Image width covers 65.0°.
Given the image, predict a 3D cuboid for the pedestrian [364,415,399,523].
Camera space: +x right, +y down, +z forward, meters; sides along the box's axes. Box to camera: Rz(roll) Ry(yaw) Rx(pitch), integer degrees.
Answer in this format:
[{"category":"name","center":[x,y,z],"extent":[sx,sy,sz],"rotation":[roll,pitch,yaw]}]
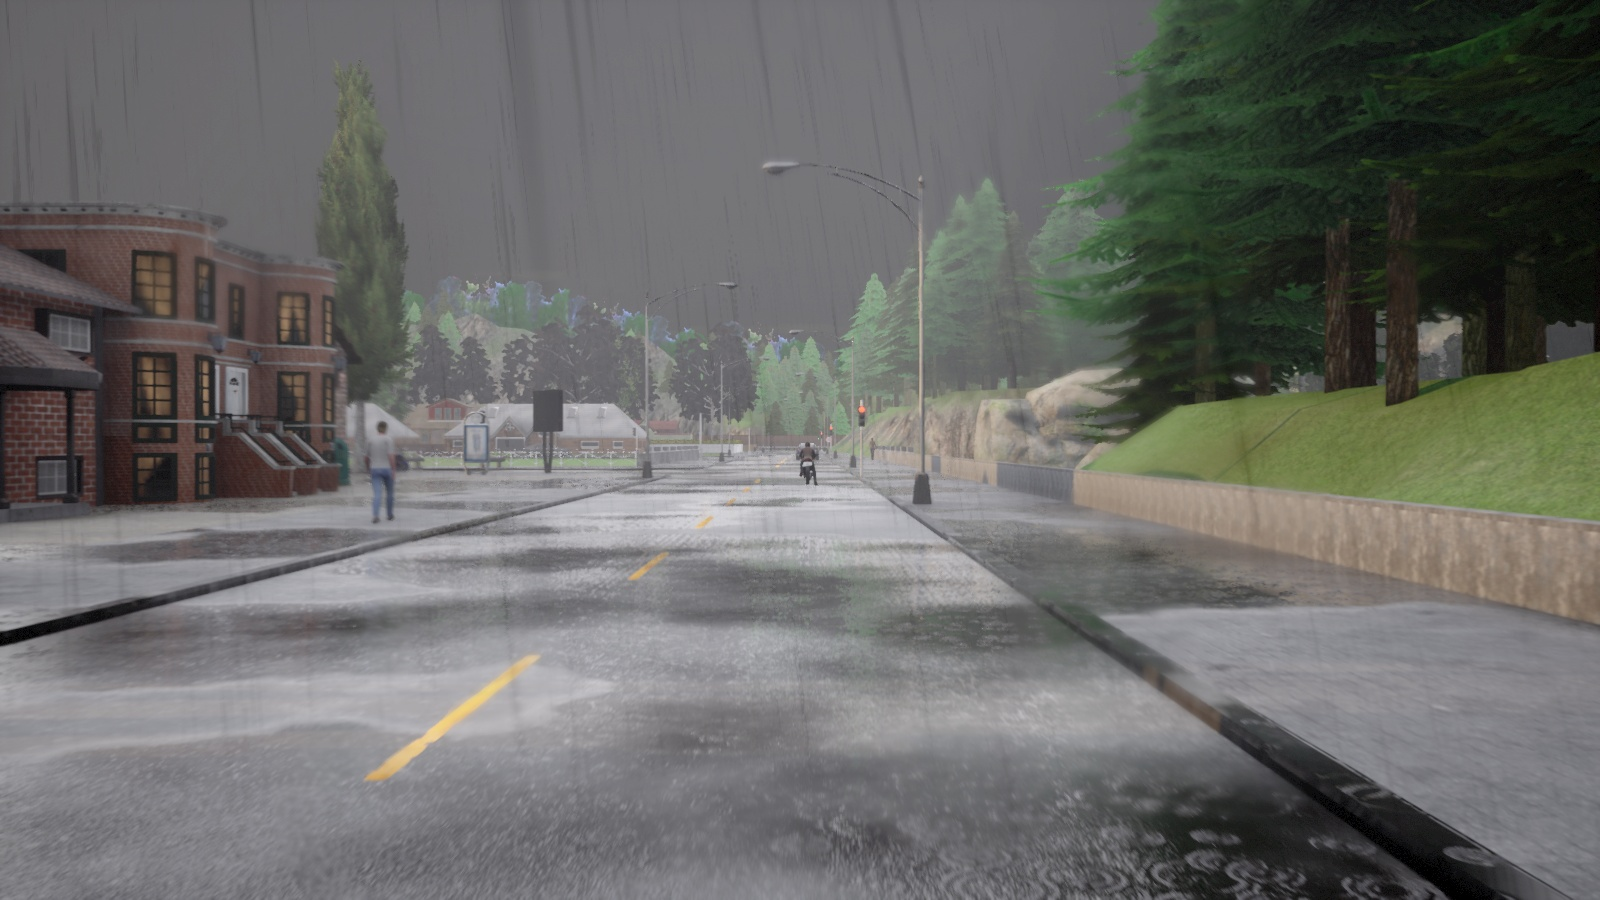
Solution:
[{"category":"pedestrian","center":[-7.285,0.324,21.869],"extent":[0.354,1.836,0.706],"rotation":[0,0,1]}]

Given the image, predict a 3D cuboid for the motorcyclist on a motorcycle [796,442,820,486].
[{"category":"motorcyclist on a motorcycle","center":[0.271,0.481,43.985],"extent":[0.797,1.523,2.044],"rotation":[0,0,0]}]

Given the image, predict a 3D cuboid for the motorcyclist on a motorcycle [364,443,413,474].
[{"category":"motorcyclist on a motorcycle","center":[-20.554,0.411,62.768],"extent":[2.191,1.530,0.866],"rotation":[0,0,0]}]
